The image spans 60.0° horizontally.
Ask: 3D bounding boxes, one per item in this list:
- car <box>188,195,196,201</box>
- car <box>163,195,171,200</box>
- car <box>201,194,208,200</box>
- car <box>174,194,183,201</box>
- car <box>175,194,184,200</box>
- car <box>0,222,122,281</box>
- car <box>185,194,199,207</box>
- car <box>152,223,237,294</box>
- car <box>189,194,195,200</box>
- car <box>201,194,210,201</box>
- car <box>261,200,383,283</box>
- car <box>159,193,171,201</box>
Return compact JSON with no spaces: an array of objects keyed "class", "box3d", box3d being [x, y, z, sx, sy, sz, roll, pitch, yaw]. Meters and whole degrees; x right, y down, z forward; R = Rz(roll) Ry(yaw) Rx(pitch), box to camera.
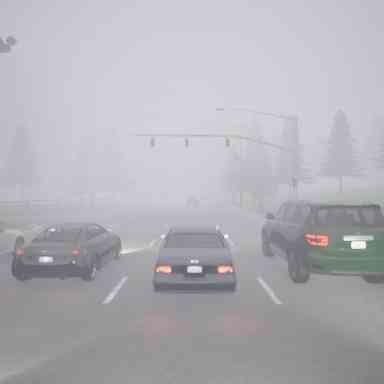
[{"class":"car","box3d":[0.013,1.572,83.639,2.033,1.411,5.357,0,0,0]},{"class":"car","box3d":[-6.985,1.431,94.061,1.994,1.385,4.181,0,0,0]},{"class":"car","box3d":[3.515,1.356,94.059,1.882,1.535,5.008,0,0,0]},{"class":"car","box3d":[-3.487,1.558,84.057,1.812,1.442,4.674,0,0,0]},{"class":"car","box3d":[-3.485,1.404,94.060,2.128,1.511,4.902,0,0,0]},{"class":"car","box3d":[-3.432,1.569,9.883,1.994,1.385,4.181,0,0,1]},{"class":"car","box3d":[0.006,1.378,52.997,2.097,1.767,4.553,0,0,0]},{"class":"car","box3d":[0.068,1.552,8.957,2.033,1.411,5.357,0,0,0]},{"class":"car","box3d":[0.015,1.356,94.060,1.882,1.535,5.008,0,0,0]},{"class":"car","box3d":[3.513,1.533,83.639,1.837,1.490,4.892,0,0,0]},{"class":"car","box3d":[3.572,1.226,9.778,2.150,2.045,5.566,0,0,0]},{"class":"car","box3d":[-6.987,1.258,83.671,2.150,2.045,5.566,0,0,0]}]
